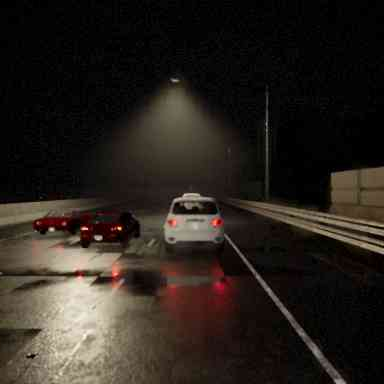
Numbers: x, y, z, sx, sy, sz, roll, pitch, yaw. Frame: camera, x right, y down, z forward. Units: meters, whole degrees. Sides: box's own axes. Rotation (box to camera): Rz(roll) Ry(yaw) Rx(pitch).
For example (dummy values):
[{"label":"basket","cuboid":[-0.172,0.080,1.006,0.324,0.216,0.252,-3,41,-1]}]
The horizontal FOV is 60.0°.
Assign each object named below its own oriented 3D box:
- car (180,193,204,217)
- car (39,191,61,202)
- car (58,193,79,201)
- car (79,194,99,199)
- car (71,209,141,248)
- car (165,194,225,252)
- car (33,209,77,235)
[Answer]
[{"label":"car","cuboid":[-0.017,1.164,32.518,2.150,2.045,5.566,0,0,0]},{"label":"car","cuboid":[-24.867,0.857,58.777,2.150,2.045,5.566,0,0,-1]},{"label":"car","cuboid":[-21.368,1.341,58.851,1.882,1.535,5.008,0,0,-1]},{"label":"car","cuboid":[-17.868,1.241,58.924,2.097,1.767,4.553,0,0,-1]},{"label":"car","cuboid":[-3.428,1.505,14.515,1.812,1.442,4.674,0,0,0]},{"label":"car","cuboid":[0.080,1.201,13.894,2.150,2.045,5.566,0,0,-1]},{"label":"car","cuboid":[-6.941,1.574,18.715,1.895,1.301,4.718,0,0,0]}]
